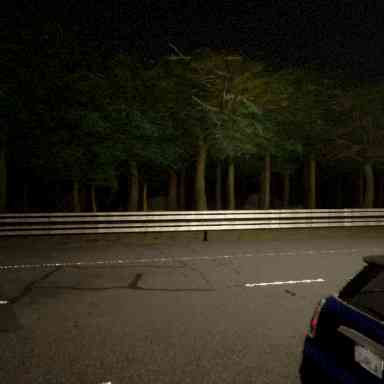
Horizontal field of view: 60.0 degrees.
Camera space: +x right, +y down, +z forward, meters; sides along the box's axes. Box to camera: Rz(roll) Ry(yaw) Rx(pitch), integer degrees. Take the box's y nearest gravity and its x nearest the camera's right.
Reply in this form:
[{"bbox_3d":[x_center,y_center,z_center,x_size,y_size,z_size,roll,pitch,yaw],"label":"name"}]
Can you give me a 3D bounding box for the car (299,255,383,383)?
[{"bbox_3d":[3.456,1.351,3.122,4.553,1.767,2.097,0,0,-13],"label":"car"}]
